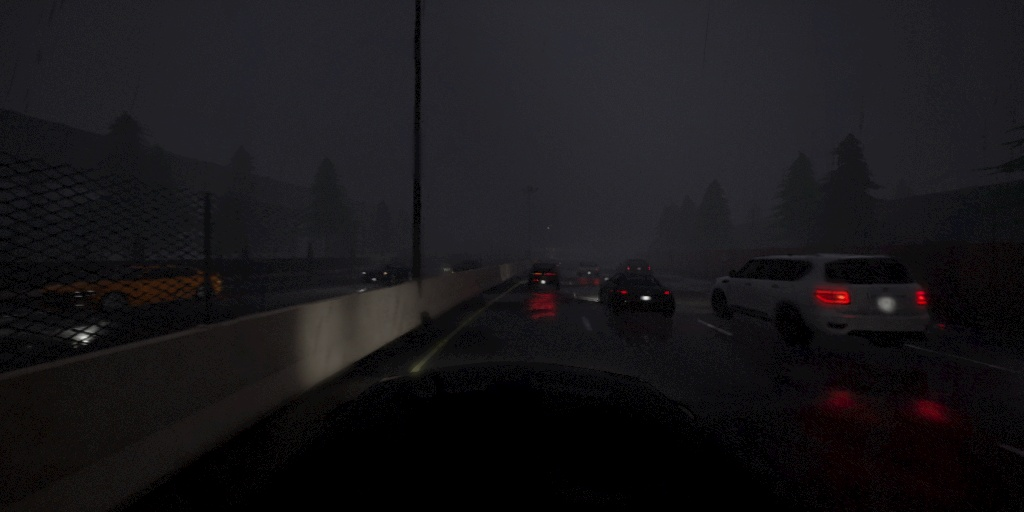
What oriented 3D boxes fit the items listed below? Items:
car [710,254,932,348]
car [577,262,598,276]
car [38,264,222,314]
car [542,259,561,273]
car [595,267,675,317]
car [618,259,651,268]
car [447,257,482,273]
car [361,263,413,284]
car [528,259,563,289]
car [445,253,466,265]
[{"bbox_3d":[7.464,0.979,9.553,2.150,2.045,5.566,0,0,6],"label":"car"},{"bbox_3d":[7.162,1.214,34.077,1.895,1.301,4.718,0,0,8],"label":"car"},{"bbox_3d":[-13.383,1.065,13.073,1.882,1.535,5.008,0,0,6],"label":"car"},{"bbox_3d":[4.736,1.095,42.285,2.033,1.411,5.357,0,0,8],"label":"car"},{"bbox_3d":[4.436,1.279,13.225,1.994,1.385,4.181,0,0,7],"label":"car"},{"bbox_3d":[10.135,1.012,29.885,2.097,1.767,4.553,0,0,8],"label":"car"},{"bbox_3d":[-3.916,1.051,31.918,1.837,1.490,4.892,0,0,8],"label":"car"},{"bbox_3d":[-8.407,1.155,24.839,1.895,1.301,4.718,0,0,8],"label":"car"},{"bbox_3d":[2.022,1.151,21.987,1.837,1.490,4.892,0,0,7],"label":"car"},{"bbox_3d":[-8.098,0.610,53.073,2.150,2.045,5.566,0,0,8],"label":"car"}]
